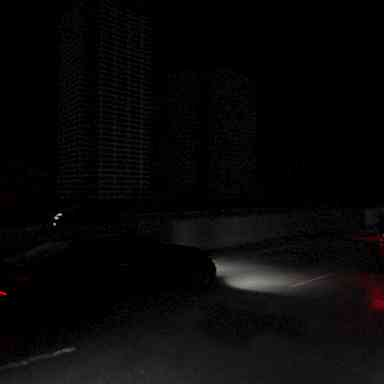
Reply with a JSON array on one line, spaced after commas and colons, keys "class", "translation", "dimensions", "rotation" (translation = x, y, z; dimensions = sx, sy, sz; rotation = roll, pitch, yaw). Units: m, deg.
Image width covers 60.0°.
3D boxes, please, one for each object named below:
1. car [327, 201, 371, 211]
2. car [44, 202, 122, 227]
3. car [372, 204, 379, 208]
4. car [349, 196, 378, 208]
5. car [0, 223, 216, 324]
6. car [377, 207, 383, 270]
[{"class": "car", "translation": [13.956, 1.791, 29.894], "dimensions": [4.718, 1.301, 1.895], "rotation": [0, 0, -41]}, {"class": "car", "translation": [-6.831, 1.424, 21.095], "dimensions": [4.553, 1.767, 2.097], "rotation": [0, 0, -40]}, {"class": "car", "translation": [12.390, 1.612, 18.969], "dimensions": [5.008, 1.535, 1.882], "rotation": [0, 0, -41]}, {"class": "car", "translation": [20.693, 1.485, 40.433], "dimensions": [5.566, 2.045, 2.150], "rotation": [0, 0, -41]}, {"class": "car", "translation": [-1.588, 1.553, 7.179], "dimensions": [4.674, 1.442, 1.812], "rotation": [0, 0, -38]}, {"class": "car", "translation": [7.538, 1.427, 10.168], "dimensions": [4.553, 1.767, 2.097], "rotation": [0, 0, -40]}]
